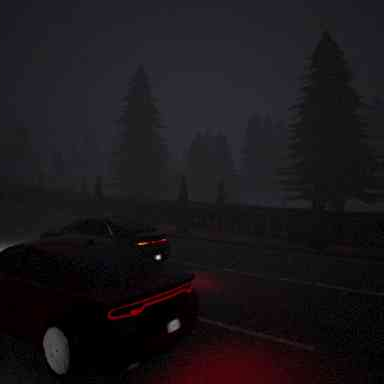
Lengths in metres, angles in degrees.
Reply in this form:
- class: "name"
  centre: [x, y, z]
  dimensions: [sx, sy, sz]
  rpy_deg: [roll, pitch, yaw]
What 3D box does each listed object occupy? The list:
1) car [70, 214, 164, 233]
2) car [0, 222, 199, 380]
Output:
- class: "car"
  centre: [-2.879, 1.457, 10.340]
  dimensions: [4.892, 1.490, 1.837]
  rpy_deg: [2, 1, 36]
- class: "car"
  centre: [-2.238, 1.476, 5.579]
  dimensions: [5.008, 1.535, 1.882]
  rpy_deg: [1, 0, 36]
